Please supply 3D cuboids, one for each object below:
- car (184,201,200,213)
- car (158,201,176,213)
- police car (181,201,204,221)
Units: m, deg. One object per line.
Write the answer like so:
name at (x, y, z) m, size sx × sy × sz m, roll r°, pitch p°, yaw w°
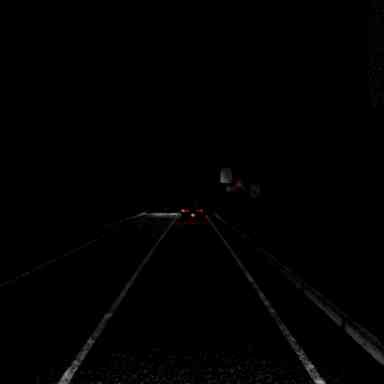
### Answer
car at (-0.031, 1.915, 44.525) m, size 2.033 × 1.411 × 5.357 m, roll 0°, pitch -1°, yaw 0°
car at (-3.127, 1.865, 42.209) m, size 1.812 × 1.442 × 4.674 m, roll 0°, pitch -1°, yaw 0°
police car at (0.072, 1.691, 29.434) m, size 2.038 × 1.542 × 4.974 m, roll 0°, pitch 1°, yaw 0°
